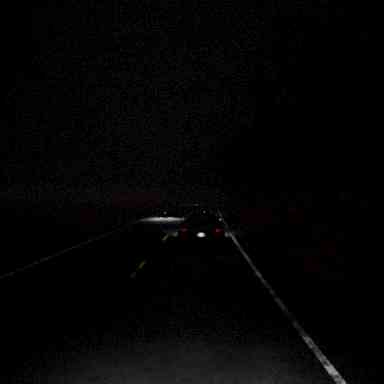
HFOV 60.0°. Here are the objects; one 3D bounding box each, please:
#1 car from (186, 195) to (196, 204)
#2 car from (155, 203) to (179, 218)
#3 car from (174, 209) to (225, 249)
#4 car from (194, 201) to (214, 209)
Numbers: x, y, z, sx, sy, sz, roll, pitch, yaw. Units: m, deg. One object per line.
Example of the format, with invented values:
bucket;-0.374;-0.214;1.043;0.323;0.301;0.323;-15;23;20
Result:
car;-0.187;1.591;74.400;2.150;2.045;5.566;0;0;3
car;-2.420;1.780;33.115;1.994;1.385;4.181;0;0;3
car;0.431;1.671;15.109;1.994;1.385;4.181;0;0;2
car;1.172;1.810;31.025;1.895;1.301;4.718;0;0;3
